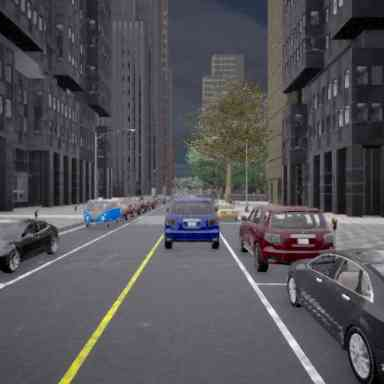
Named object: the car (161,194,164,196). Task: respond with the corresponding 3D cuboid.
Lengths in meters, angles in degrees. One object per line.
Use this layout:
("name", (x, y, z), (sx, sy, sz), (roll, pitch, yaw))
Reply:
("car", (-5.761, 1.323, 60.261), (2.192, 1.841, 5.009), (0, 0, 0))

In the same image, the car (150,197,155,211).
("car", (-5.761, 1.547, 38.210), (1.887, 1.381, 4.507), (0, 0, 0))

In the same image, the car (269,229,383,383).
("car", (2.764, 1.550, 5.137), (2.008, 1.369, 4.403), (0, 0, 0))

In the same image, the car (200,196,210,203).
("car", (2.763, 1.579, 71.295), (1.947, 1.339, 4.313), (0, 0, 0))

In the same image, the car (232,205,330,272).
("car", (2.764, 1.314, 10.650), (2.192, 1.841, 5.009), (0, 0, 0))

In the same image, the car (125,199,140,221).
("car", (-5.761, 1.546, 27.185), (1.887, 1.381, 4.507), (0, 0, 0))

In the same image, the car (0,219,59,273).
("car", (-5.761, 1.565, 10.647), (1.947, 1.339, 4.313), (0, 0, 0))

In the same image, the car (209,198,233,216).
("car", (2.764, 1.442, 32.703), (1.967, 1.590, 4.097), (0, 0, 0))

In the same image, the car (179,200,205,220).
("car", (0.000, 1.498, 29.650), (2.128, 1.511, 4.902), (0, 0, 0))

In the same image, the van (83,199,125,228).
("van", (-5.761, 1.341, 21.673), (1.690, 1.788, 3.998), (0, 0, 0))

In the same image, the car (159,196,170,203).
("car", (-5.762, 1.563, 71.286), (2.008, 1.369, 4.403), (0, 0, 0))

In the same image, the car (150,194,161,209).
("car", (-5.761, 1.319, 43.723), (2.192, 1.841, 5.009), (0, 0, 0))

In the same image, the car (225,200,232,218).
("car", (2.764, 1.526, 27.360), (1.752, 1.417, 4.829), (0, 0, 0))

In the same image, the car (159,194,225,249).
("car", (0.000, 1.258, 14.680), (2.150, 2.045, 5.566), (0, 0, 0))

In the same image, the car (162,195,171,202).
("car", (-5.762, 1.540, 76.628), (1.752, 1.417, 4.829), (0, 0, 0))

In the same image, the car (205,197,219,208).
("car", (3.000, 1.532, 50.025), (1.812, 1.442, 4.674), (0, 0, 0))

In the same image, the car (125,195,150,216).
("car", (-5.761, 1.317, 32.698), (2.192, 1.841, 5.009), (0, 0, 0))
